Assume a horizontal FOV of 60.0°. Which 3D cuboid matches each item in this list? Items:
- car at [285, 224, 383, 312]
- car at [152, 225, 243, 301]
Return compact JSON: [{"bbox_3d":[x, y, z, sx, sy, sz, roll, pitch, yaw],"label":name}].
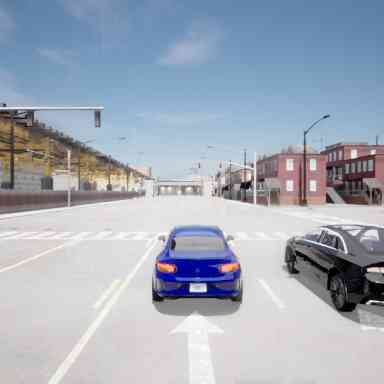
[{"bbox_3d":[3.610,1.492,7.687,2.128,1.511,4.902,0,0,-1],"label":"car"},{"bbox_3d":[0.107,1.526,8.180,1.812,1.442,4.674,0,0,0],"label":"car"}]
